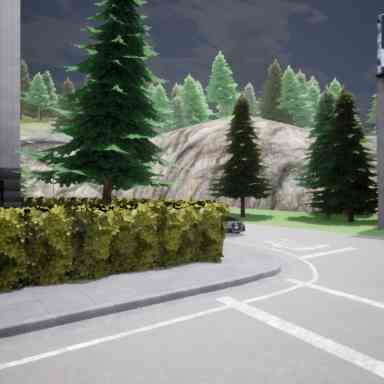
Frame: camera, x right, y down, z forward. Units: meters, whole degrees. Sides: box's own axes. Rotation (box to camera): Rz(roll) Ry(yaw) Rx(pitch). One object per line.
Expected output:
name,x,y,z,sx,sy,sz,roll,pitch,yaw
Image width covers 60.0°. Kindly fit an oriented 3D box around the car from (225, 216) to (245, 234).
car,1.079,1.739,19.501,1.994,1.385,4.181,0,0,-42
